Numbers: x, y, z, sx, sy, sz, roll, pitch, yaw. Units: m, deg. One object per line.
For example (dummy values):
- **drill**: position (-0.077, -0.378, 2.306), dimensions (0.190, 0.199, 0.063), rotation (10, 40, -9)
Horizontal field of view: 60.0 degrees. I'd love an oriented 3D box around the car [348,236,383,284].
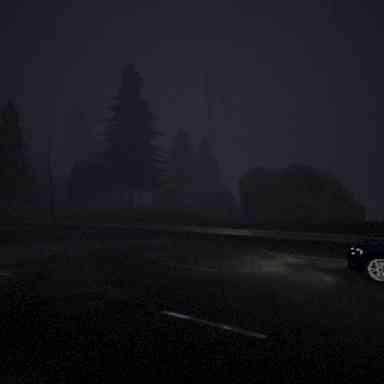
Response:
- **car**: position (6.443, 1.469, 7.919), dimensions (5.008, 1.535, 1.882), rotation (-1, -1, 36)
